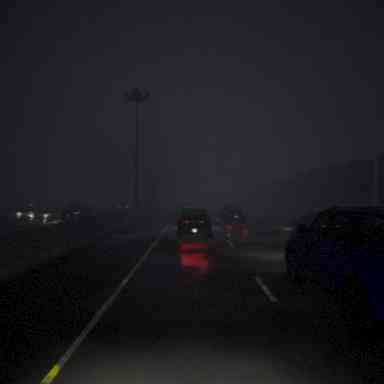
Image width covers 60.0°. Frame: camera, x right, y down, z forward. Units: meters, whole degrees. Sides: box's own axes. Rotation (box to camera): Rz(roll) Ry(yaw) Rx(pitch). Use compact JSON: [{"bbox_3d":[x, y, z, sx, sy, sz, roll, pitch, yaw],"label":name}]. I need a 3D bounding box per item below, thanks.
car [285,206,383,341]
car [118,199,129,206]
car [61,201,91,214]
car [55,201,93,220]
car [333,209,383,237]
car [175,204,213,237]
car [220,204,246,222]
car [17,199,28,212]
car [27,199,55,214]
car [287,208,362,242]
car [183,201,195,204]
[{"bbox_3d":[3.604,1.292,6.765,2.150,2.045,5.566,0,0,0],"label":"car"},{"bbox_3d":[-14.023,2.105,68.658,1.812,1.442,4.674,0,-1,-10],"label":"car"},{"bbox_3d":[-14.560,1.901,41.957,2.033,1.411,5.357,0,-1,-2],"label":"car"},{"bbox_3d":[-10.667,1.764,31.002,1.837,1.490,4.892,0,0,-1],"label":"car"},{"bbox_3d":[10.618,1.808,20.428,1.895,1.301,4.718,0,-1,0],"label":"car"},{"bbox_3d":[0.123,1.681,19.134,1.837,1.490,4.892,0,0,0],"label":"car"},{"bbox_3d":[3.509,1.795,28.895,1.812,1.442,4.674,0,0,-1],"label":"car"},{"bbox_3d":[-21.744,1.720,45.060,2.097,1.767,4.553,0,-1,-3],"label":"car"},{"bbox_3d":[-18.052,1.818,41.219,1.882,1.535,5.008,0,0,-2],"label":"car"},{"bbox_3d":[7.128,1.731,18.635,2.033,1.411,5.357,0,0,0],"label":"car"},{"bbox_3d":[-0.359,1.901,41.352,1.812,1.442,4.674,0,0,-2],"label":"car"}]
